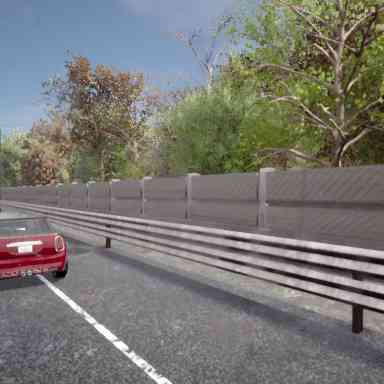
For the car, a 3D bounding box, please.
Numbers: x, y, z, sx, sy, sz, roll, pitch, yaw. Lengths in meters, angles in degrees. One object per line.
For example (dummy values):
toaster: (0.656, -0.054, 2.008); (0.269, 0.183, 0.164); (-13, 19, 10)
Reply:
car: (-5.178, 1.359, 9.483); (2.097, 1.767, 4.553); (0, 0, -37)
